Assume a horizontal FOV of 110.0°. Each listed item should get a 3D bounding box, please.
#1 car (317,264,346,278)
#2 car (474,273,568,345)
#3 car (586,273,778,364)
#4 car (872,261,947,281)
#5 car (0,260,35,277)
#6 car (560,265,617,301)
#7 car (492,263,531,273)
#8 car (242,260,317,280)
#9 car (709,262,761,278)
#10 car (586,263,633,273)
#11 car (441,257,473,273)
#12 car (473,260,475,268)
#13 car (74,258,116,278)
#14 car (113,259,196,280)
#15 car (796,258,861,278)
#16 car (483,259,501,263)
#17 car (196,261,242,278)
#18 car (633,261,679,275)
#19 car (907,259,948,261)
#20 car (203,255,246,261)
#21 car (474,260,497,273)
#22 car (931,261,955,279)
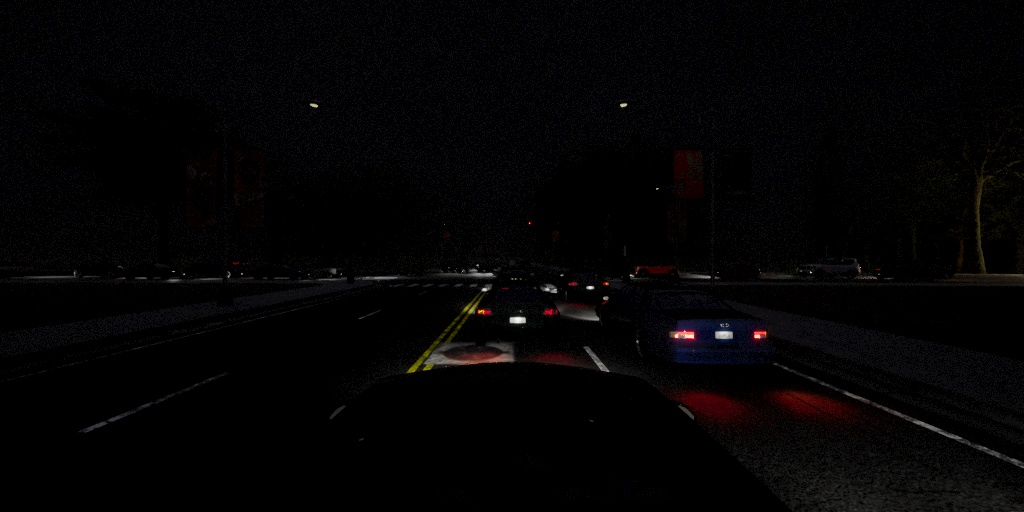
[{"bbox_3d":[-18.075,1.365,33.286,4.718,1.301,1.895,0,0,-1],"label":"car"},{"bbox_3d":[0.107,1.320,9.544,1.994,1.385,4.181,0,0,0],"label":"car"},{"bbox_3d":[3.354,1.303,8.195,2.033,1.411,5.357,0,0,0],"label":"car"},{"bbox_3d":[36.875,1.520,33.684,4.902,1.511,2.128,0,0,0],"label":"car"},{"bbox_3d":[-47.316,1.274,33.051,4.718,1.301,1.895,0,0,0],"label":"car"},{"bbox_3d":[3.358,1.339,17.438,1.994,1.385,4.181,0,0,0],"label":"car"},{"bbox_3d":[0.099,1.283,18.449,1.837,1.490,4.892,0,0,0],"label":"car"},{"bbox_3d":[-19.388,1.279,30.033,4.674,1.442,1.812,0,0,-2],"label":"car"},{"bbox_3d":[23.235,1.521,37.040,4.181,1.385,1.994,0,0,-2],"label":"car"},{"bbox_3d":[8.170,1.413,33.725,5.357,1.411,2.033,1,0,3],"label":"car"},{"bbox_3d":[-7.120,1.096,45.642,2.150,2.045,5.566,0,-1,9],"label":"car"},{"bbox_3d":[-6.559,1.442,59.090,2.128,1.511,4.902,0,0,0],"label":"car"},{"bbox_3d":[-37.220,1.051,33.113,4.553,1.767,2.097,0,0,0],"label":"car"},{"bbox_3d":[-29.711,1.243,29.927,4.674,1.442,1.812,0,0,-1],"label":"car"},{"bbox_3d":[32.677,1.230,37.096,5.566,2.045,2.150,0,0,0],"label":"car"},{"bbox_3d":[-3.309,1.503,59.945,2.033,1.411,5.357,0,0,0],"label":"car"},{"bbox_3d":[-27.216,1.332,33.201,4.718,1.301,1.895,0,0,-1],"label":"car"},{"bbox_3d":[14.601,1.265,36.946,4.553,1.767,2.097,0,0,-1],"label":"car"},{"bbox_3d":[45.927,1.327,40.394,5.566,2.045,2.150,0,0,0],"label":"car"},{"bbox_3d":[-32.485,0.945,39.840,5.566,2.045,2.150,0,0,0],"label":"car"},{"bbox_3d":[-3.329,1.472,45.313,1.895,1.301,4.718,0,-1,0],"label":"car"},{"bbox_3d":[42.660,1.567,37.146,4.902,1.511,2.128,0,0,0],"label":"car"}]
